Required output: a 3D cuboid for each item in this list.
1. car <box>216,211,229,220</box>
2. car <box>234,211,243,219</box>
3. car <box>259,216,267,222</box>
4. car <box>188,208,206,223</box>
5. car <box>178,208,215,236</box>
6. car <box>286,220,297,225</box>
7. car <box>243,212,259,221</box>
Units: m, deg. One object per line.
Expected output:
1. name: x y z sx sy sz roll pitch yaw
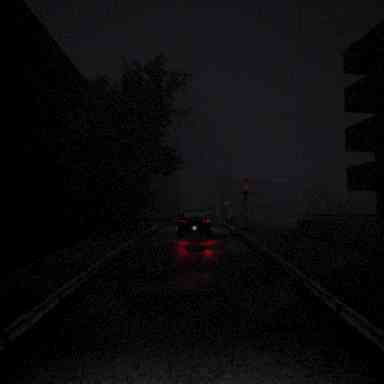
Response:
1. car: 4.856 4.756 69.363 2.185 1.767 4.553 5 -6 -31
2. car: 7.829 5.023 69.854 2.185 1.767 4.553 7 -6 -30
3. car: 13.659 5.769 71.088 1.946 1.575 5.366 8 -6 -30
4. car: 0.611 2.559 36.695 1.882 1.535 5.008 0 -4 3
5. car: 0.142 1.725 19.361 1.812 1.442 4.674 0 -2 0
6. car: 22.630 6.721 72.436 2.002 1.452 4.674 8 -6 -29
7. car: 10.826 5.209 70.407 2.435 2.045 5.566 8 -6 -30
